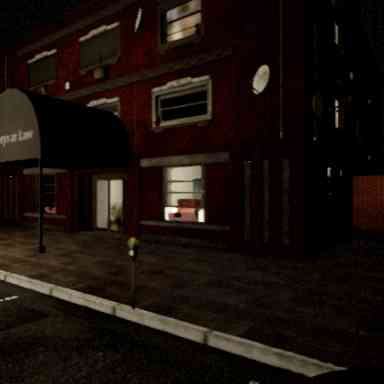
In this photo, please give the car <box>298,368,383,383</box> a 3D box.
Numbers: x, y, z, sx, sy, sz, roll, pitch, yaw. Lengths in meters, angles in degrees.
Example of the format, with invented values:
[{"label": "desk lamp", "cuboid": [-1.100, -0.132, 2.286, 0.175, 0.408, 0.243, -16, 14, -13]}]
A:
[{"label": "car", "cuboid": [2.375, 1.551, 1.184, 4.403, 1.369, 2.008, 0, 0, 35]}]
